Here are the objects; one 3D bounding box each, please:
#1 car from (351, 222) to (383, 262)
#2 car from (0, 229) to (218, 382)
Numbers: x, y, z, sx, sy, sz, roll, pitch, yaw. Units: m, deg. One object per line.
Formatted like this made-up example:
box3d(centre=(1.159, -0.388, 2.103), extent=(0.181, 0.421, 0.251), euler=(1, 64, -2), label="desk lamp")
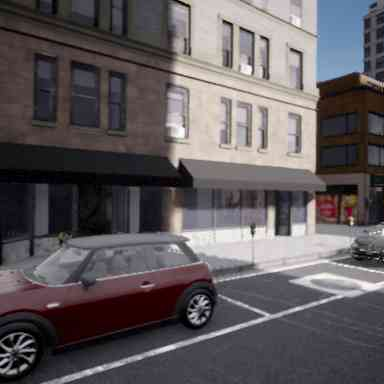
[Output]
box3d(centre=(7.390, 1.722, 11.803), extent=(4.403, 1.369, 2.008), euler=(1, 0, -35), label="car")
box3d(centre=(-1.604, 1.463, 5.388), extent=(4.097, 1.590, 1.967), euler=(1, 0, -35), label="car")
